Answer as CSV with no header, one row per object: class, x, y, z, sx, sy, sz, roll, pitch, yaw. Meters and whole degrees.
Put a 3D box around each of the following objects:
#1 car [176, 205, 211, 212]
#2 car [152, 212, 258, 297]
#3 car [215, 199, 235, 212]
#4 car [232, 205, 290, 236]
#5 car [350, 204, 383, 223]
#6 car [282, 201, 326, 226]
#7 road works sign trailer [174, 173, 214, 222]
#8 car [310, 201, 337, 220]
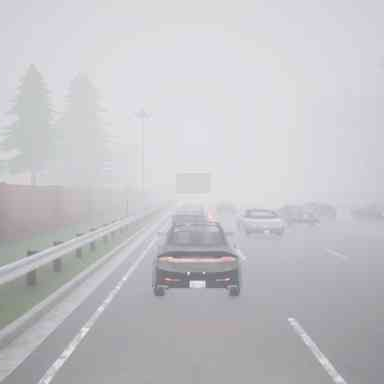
car,0.018,1.473,19.021,1.882,1.535,5.008,0,0,5
car,0.105,1.492,8.571,2.128,1.511,4.902,0,0,0
car,3.618,1.524,35.623,1.812,1.442,4.674,0,0,0
car,3.609,1.600,18.257,1.895,1.301,4.718,0,0,0
car,14.114,1.600,25.639,1.895,1.301,4.718,0,0,0
car,7.112,1.546,23.234,2.033,1.411,5.357,0,0,0
road works sign trailer,0.075,0.464,22.940,2.380,3.560,2.880,0,0,-1
car,10.614,1.505,28.318,1.837,1.490,4.892,0,0,0
